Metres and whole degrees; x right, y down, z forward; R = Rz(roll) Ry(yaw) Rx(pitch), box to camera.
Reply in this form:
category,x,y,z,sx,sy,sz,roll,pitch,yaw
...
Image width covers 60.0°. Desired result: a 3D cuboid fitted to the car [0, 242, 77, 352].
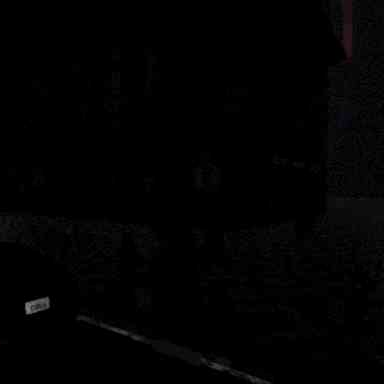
category,x,y,z,sx,sy,sz,roll,pitch,yaw
car,-3.733,1.529,5.624,4.313,1.339,1.947,0,0,36
